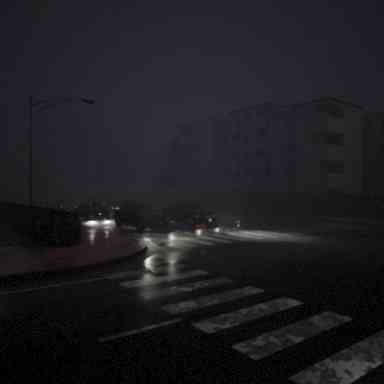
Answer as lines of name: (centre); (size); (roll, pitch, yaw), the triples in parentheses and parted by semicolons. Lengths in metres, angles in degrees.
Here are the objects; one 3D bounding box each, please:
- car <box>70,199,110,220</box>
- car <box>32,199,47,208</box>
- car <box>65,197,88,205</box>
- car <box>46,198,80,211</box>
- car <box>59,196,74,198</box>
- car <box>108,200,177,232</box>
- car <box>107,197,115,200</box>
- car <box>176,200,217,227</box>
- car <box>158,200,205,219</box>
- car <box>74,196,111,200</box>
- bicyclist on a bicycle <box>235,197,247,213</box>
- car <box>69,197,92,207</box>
car: (-8.430, 1.563, 28.010); (1.994, 1.385, 4.181); (0, 0, -35)
car: (-20.049, 1.563, 44.131); (1.994, 1.385, 4.181); (0, 0, -37)
car: (-20.894, 1.562, 60.178); (4.181, 1.385, 1.994); (0, 0, 38)
car: (-13.727, 1.600, 35.446); (1.895, 1.301, 4.718); (0, 0, -36)
car: (-17.467, 1.351, 46.480); (2.097, 1.767, 4.553); (0, 0, -38)
car: (-3.218, 1.476, 20.678); (1.882, 1.535, 5.008); (0, 0, -35)
car: (-5.756, 1.503, 30.287); (1.837, 1.490, 4.892); (0, 0, -35)
car: (-0.337, 1.490, 22.752); (2.128, 1.511, 4.902); (0, 0, -37)
car: (-1.027, 1.503, 30.035); (1.837, 1.490, 4.892); (0, 0, -35)
car: (-11.531, 1.350, 38.368); (2.097, 1.767, 4.553); (0, 0, -36)
bicyclist on a bicycle: (5.010, 1.298, 34.101); (1.656, 1.620, 0.582); (0, 0, -35)
car: (-17.557, 1.563, 52.117); (1.994, 1.385, 4.181); (0, 0, -41)
